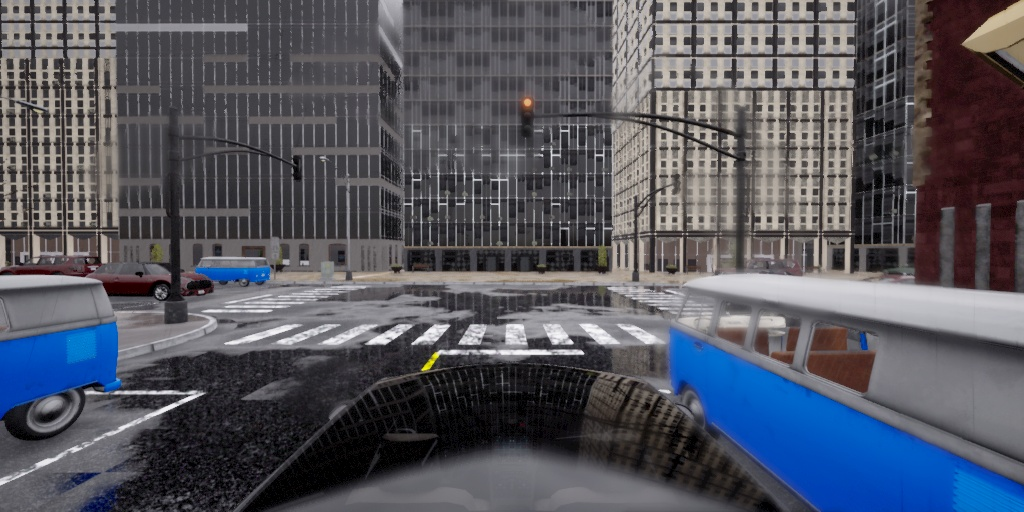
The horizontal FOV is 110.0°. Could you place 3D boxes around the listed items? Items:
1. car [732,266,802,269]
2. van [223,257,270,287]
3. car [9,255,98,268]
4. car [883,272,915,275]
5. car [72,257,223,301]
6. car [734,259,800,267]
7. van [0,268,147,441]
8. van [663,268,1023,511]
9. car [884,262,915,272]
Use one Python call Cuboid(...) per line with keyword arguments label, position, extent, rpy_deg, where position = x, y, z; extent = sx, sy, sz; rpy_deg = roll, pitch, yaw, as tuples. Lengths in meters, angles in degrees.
Cuboid(label="car", position=(13.626, 1.403, 19.552), extent=(4.718, 1.301, 1.895), rpy_deg=(0, 1, 0))
Cuboid(label="van", position=(-17.258, 0.950, 22.186), extent=(3.998, 1.789, 1.690), rpy_deg=(0, 0, 0))
Cuboid(label="car", position=(-28.303, 0.874, 22.196), extent=(5.009, 1.841, 2.192), rpy_deg=(0, 0, 0))
Cuboid(label="car", position=(15.123, 1.437, 13.777), extent=(4.507, 1.381, 1.888), rpy_deg=(0, 0, 0))
Cuboid(label="car", position=(-16.435, 1.047, 16.382), extent=(4.553, 1.767, 2.097), rpy_deg=(0, 1, 0))
Cuboid(label="car", position=(15.132, 1.088, 22.156), extent=(5.009, 1.841, 2.192), rpy_deg=(0, 0, 0))
Cuboid(label="van", position=(-5.695, 1.090, 2.741), extent=(1.690, 1.789, 3.998), rpy_deg=(0, 0, 0))
Cuboid(label="van", position=(2.686, 1.090, 2.754), extent=(1.690, 1.789, 3.998), rpy_deg=(0, 0, 0))
Cuboid(label="car", position=(23.543, 1.076, 19.541), extent=(5.566, 2.045, 2.150), rpy_deg=(0, 1, 0))
